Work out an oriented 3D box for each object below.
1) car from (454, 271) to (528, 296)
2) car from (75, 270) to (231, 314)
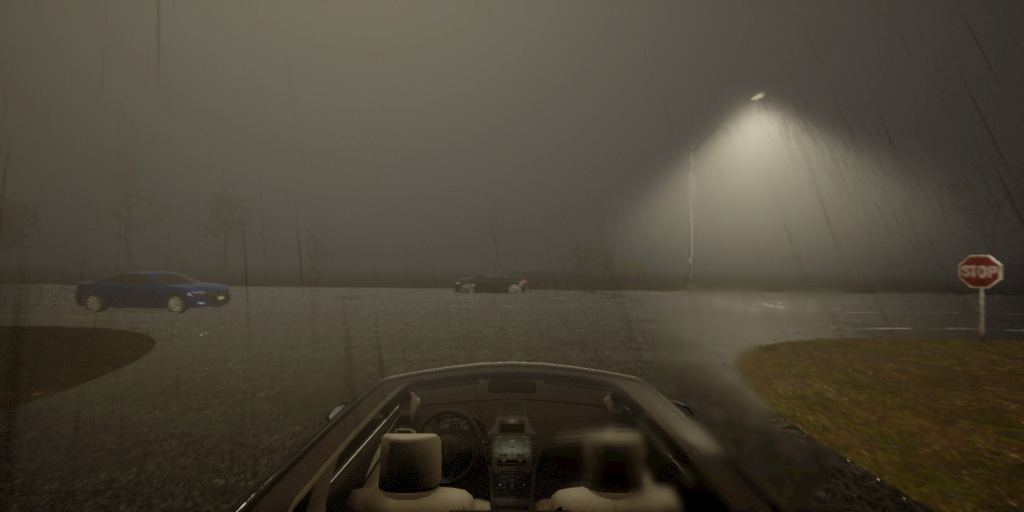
[{"bbox_3d":[-1.194,1.535,20.597,4.181,1.385,1.994,0,0,2],"label":"car"},{"bbox_3d":[-13.762,1.326,13.938,5.008,1.535,1.882,1,0,2],"label":"car"}]
